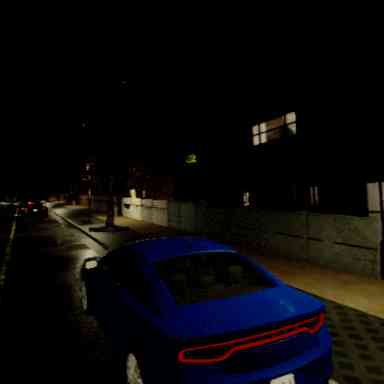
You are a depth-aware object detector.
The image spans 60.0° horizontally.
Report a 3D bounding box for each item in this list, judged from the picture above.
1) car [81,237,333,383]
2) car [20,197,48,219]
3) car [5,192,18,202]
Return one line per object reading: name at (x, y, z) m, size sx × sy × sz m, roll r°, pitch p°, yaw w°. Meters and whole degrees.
car at (-0.392, 1.408, 4.922) m, size 1.882 × 1.535 × 5.008 m, roll -2°, pitch 1°, yaw -27°
car at (-13.434, 1.445, 28.390) m, size 1.994 × 1.385 × 4.181 m, roll -2°, pitch 1°, yaw -26°
car at (-37.860, 1.085, 69.807) m, size 2.150 × 2.045 × 5.566 m, roll -2°, pitch 1°, yaw -27°
